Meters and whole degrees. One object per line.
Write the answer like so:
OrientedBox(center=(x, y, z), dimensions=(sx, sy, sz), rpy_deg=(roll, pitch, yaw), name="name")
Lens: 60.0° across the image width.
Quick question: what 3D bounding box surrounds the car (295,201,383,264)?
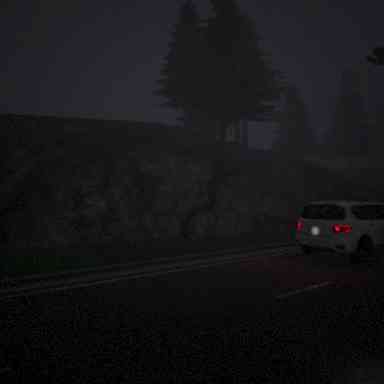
OrientedBox(center=(6.237, 1.340, 12.516), dimensions=(5.566, 2.045, 2.150), rpy_deg=(0, -1, -36), name="car")
